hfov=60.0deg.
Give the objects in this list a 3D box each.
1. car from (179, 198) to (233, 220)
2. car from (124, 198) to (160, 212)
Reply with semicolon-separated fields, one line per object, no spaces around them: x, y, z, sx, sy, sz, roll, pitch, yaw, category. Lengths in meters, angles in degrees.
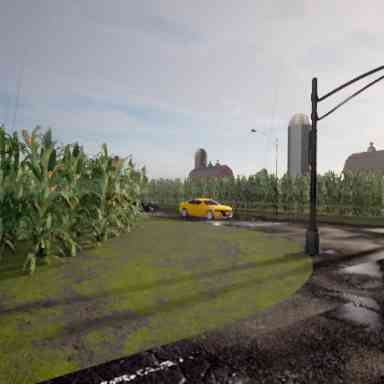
1.012;1.271;25.998;1.882;1.535;5.008;1;0;-38;car
-5.176;1.314;33.931;1.895;1.301;4.718;1;0;-38;car
